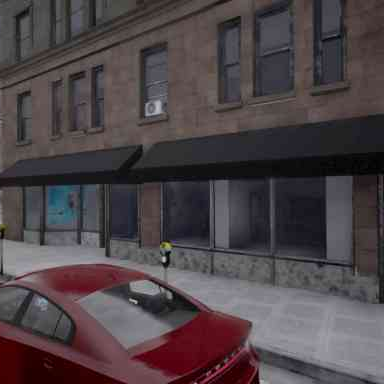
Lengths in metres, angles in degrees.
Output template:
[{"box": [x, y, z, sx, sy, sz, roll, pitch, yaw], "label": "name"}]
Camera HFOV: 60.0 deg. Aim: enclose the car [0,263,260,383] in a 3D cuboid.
[{"box": [-1.461, 1.545, 3.908, 4.507, 1.381, 1.887, 0, 0, 36], "label": "car"}]
